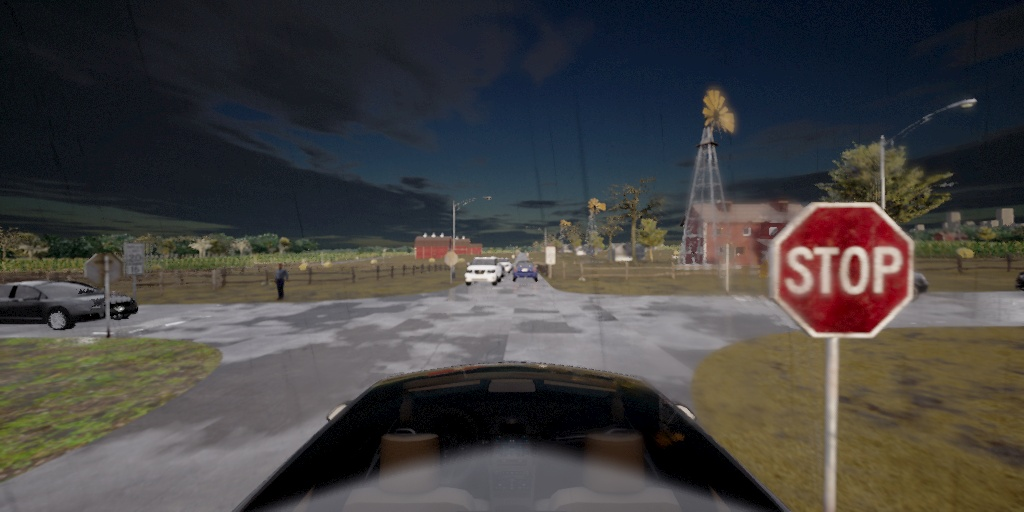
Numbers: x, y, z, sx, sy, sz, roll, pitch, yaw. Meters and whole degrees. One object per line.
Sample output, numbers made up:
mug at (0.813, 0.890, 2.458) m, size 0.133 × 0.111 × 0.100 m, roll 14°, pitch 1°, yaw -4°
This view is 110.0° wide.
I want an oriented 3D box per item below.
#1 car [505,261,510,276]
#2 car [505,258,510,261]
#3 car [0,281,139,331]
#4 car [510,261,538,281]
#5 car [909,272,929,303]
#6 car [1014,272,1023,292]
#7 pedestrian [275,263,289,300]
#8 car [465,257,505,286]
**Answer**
car at (-1.606, 1.472, 37.117) m, size 2.033 × 1.411 × 5.357 m, roll 0°, pitch 0°, yaw 2°
car at (-1.260, 1.250, 47.596) m, size 2.150 × 2.045 × 5.566 m, roll 0°, pitch -1°, yaw 2°
car at (-15.499, 1.599, 12.049) m, size 4.892 × 1.490 × 1.837 m, roll -2°, pitch 1°, yaw 2°
car at (1.173, 1.234, 32.006) m, size 2.097 × 1.767 × 4.553 m, roll 0°, pitch 0°, yaw 2°
car at (13.188, 0.997, 13.960) m, size 4.674 × 1.442 × 1.812 m, roll -1°, pitch 1°, yaw 4°
car at (22.379, 0.772, 13.570) m, size 4.902 × 1.511 × 2.128 m, roll -1°, pitch 1°, yaw 2°
pedestrian at (-11.547, 1.245, 17.875) m, size 0.375 × 1.860 × 0.375 m, roll 0°, pitch 2°, yaw 2°
car at (-2.000, 1.072, 26.744) m, size 2.150 × 2.045 × 5.566 m, roll 0°, pitch 0°, yaw 4°
